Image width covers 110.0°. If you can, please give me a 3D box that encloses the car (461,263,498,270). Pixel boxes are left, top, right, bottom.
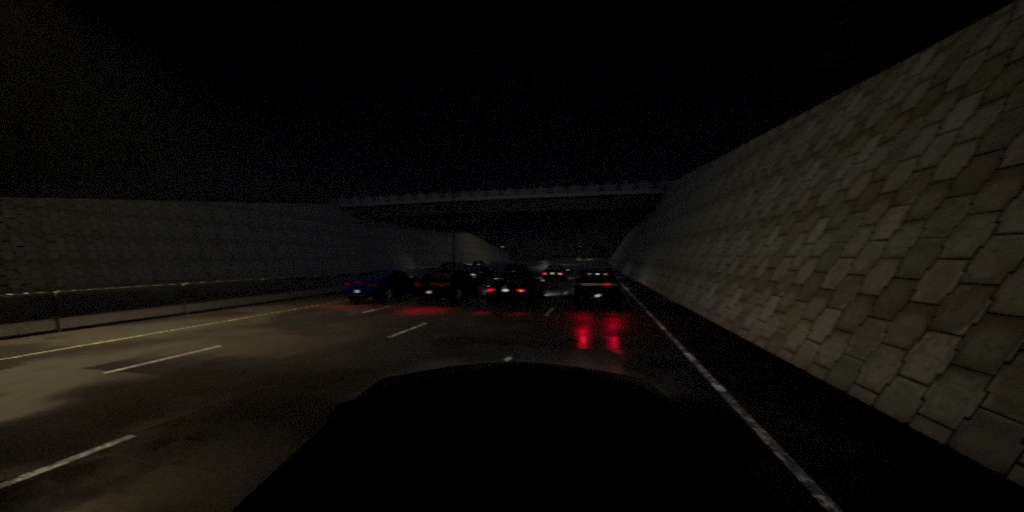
[{"bbox_3d":[-2.956,1.584,32.928,1.994,1.385,4.181,-1,0,14],"label":"car"}]

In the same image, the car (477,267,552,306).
[{"bbox_3d":[0.324,1.402,16.417,2.033,1.411,5.357,-1,0,13],"label":"car"}]

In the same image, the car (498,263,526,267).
[{"bbox_3d":[0.454,1.477,32.133,1.837,1.490,4.892,-1,0,14],"label":"car"}]

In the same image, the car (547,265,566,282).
[{"bbox_3d":[3.782,1.465,31.013,2.033,1.411,5.357,-1,0,13],"label":"car"}]

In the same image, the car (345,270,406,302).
[{"bbox_3d":[-6.371,1.435,18.503,1.882,1.535,5.008,-1,0,14],"label":"car"}]

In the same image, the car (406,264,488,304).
[{"bbox_3d":[-2.963,1.385,17.705,1.882,1.535,5.008,-1,0,13],"label":"car"}]

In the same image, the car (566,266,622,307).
[{"bbox_3d":[3.801,1.298,15.903,2.128,1.511,4.902,-1,0,13],"label":"car"}]
